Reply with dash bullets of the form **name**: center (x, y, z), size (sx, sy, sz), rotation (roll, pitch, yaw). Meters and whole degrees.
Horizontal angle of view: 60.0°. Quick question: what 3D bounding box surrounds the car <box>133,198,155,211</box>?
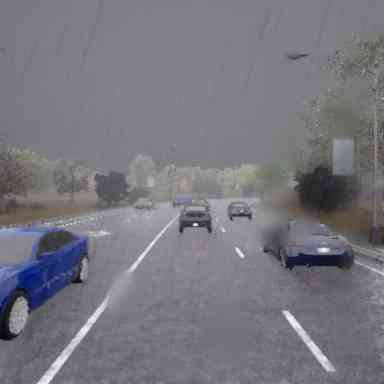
- **car**: center (-5.842, 1.502, 40.909), size (1.837, 1.490, 4.892), rotation (0, 0, 6)

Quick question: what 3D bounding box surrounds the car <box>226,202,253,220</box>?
- **car**: center (3.973, 1.548, 28.260), size (2.033, 1.411, 5.357), rotation (0, 0, 2)

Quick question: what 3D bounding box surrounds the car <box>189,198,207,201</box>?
- **car**: center (1.130, 1.564, 38.304), size (1.994, 1.385, 4.181), rotation (0, 0, 5)

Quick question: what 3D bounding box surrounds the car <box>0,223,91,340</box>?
- **car**: center (-3.586, 1.478, 6.749), size (1.882, 1.535, 5.008), rotation (0, 0, 0)

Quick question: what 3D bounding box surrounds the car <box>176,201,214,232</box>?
- **car**: center (0.234, 1.504, 20.262), size (1.837, 1.490, 4.892), rotation (0, 0, 1)

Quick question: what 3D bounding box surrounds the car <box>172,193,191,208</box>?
- **car**: center (-1.431, 1.219, 48.776), size (2.150, 2.045, 5.566), rotation (0, 0, 8)

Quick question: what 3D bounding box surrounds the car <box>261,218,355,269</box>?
- **car**: center (3.622, 1.563, 11.123), size (1.994, 1.385, 4.181), rotation (0, 0, 0)
